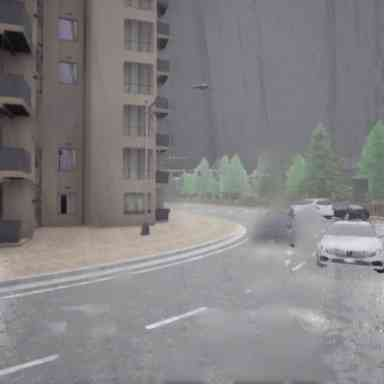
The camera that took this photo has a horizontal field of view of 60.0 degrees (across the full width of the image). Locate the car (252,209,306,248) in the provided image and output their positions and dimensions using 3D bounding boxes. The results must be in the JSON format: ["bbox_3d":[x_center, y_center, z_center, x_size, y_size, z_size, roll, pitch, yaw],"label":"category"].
[{"bbox_3d":[4.373,1.796,16.602,2.033,1.411,5.357,0,-1,21],"label":"car"}]

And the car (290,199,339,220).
[{"bbox_3d":[12.115,1.745,34.075,2.150,2.045,5.566,1,-1,-12],"label":"car"}]

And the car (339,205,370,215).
[{"bbox_3d":[15.661,2.008,33.627,1.882,1.535,5.008,1,-1,-10],"label":"car"}]

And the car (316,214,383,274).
[{"bbox_3d":[5.571,1.710,11.527,1.812,1.442,4.674,0,-1,28],"label":"car"}]
